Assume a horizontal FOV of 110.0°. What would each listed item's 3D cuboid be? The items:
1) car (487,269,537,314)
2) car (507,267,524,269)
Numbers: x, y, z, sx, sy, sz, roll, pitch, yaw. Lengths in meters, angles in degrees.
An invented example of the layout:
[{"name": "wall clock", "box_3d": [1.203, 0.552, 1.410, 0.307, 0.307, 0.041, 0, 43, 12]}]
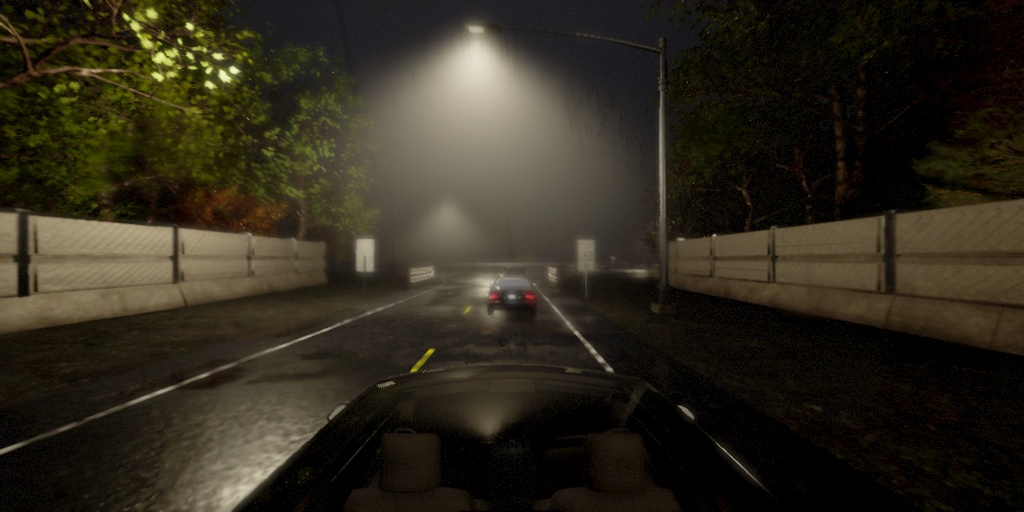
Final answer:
[{"name": "car", "box_3d": [0.010, 1.428, 14.377, 2.033, 1.411, 5.357, 0, -1, 0]}, {"name": "car", "box_3d": [0.275, 1.580, 29.240, 2.033, 1.411, 5.357, 0, -1, 6]}]
